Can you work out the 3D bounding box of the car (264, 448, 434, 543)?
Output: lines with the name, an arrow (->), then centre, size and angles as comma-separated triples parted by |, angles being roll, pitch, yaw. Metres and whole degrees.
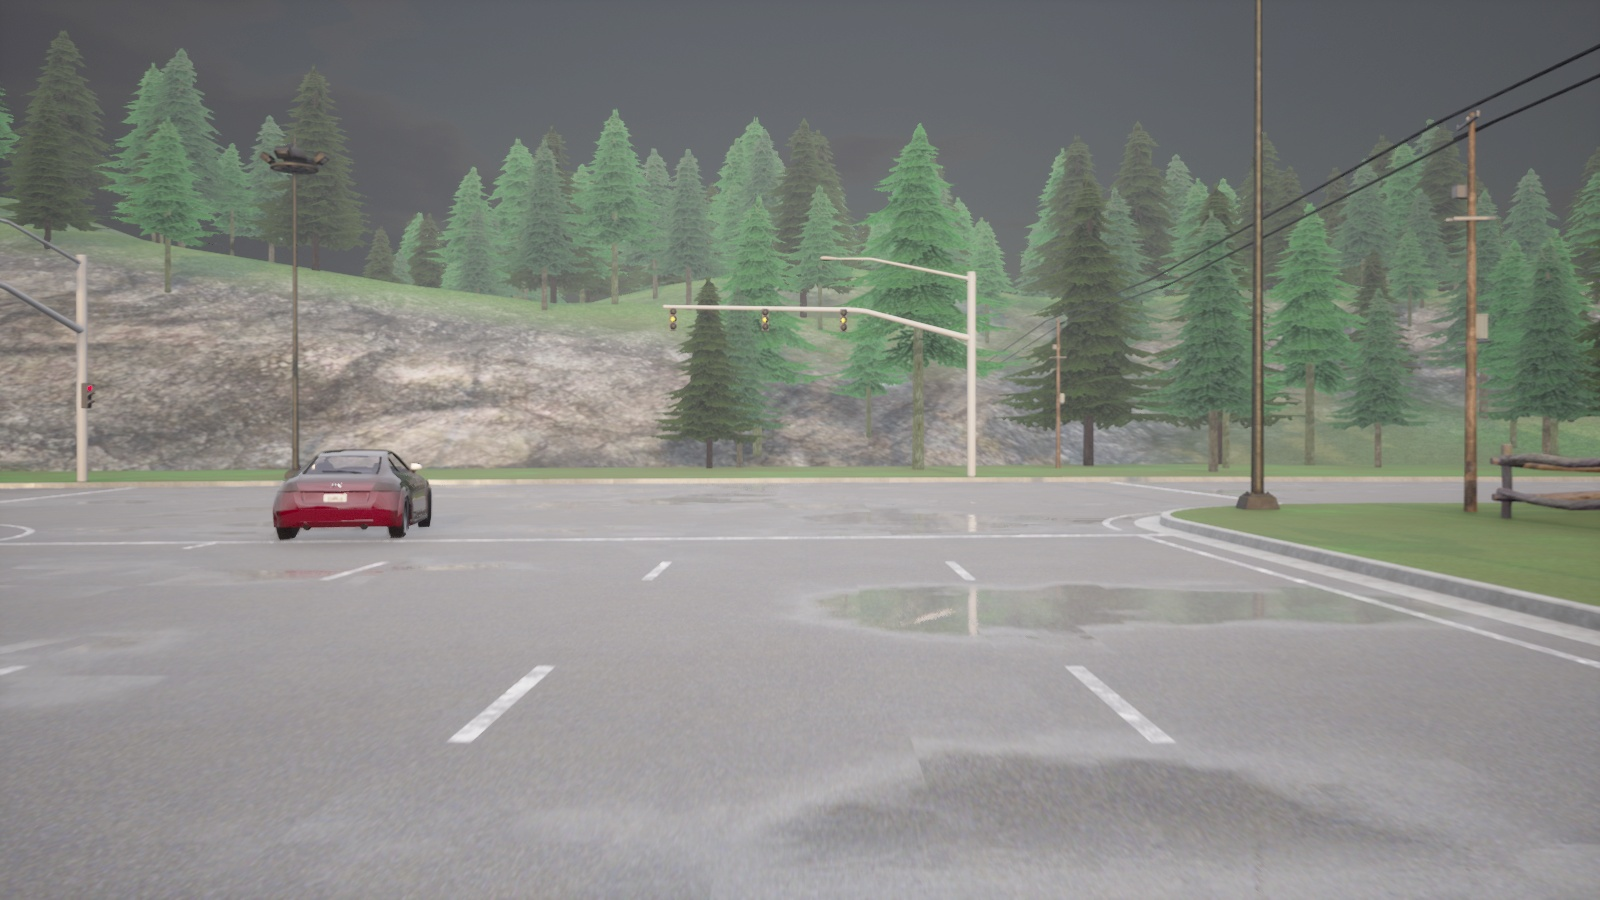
car -> -7.354, 0.670, 20.899 | 1.994, 1.385, 4.181 | 0, 0, -10
